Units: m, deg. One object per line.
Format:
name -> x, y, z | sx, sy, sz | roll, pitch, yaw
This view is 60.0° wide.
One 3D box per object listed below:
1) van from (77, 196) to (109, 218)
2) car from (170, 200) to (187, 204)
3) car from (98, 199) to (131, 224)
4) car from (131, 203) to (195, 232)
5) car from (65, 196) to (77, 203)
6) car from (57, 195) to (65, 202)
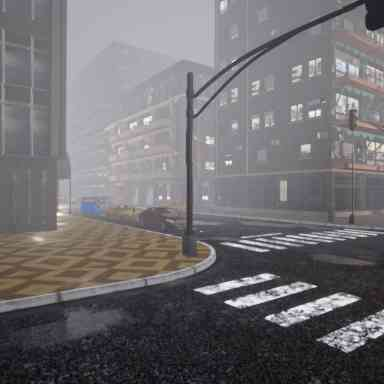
van -> -8.352, 1.265, 28.983 | 1.690, 1.788, 3.998 | 0, 0, -36
car -> -1.644, 1.487, 34.006 | 1.752, 1.417, 4.829 | 0, 0, -36
car -> -4.952, 1.458, 24.242 | 1.752, 1.417, 4.829 | 0, 0, -36
car -> -1.750, 1.525, 19.779 | 1.802, 1.307, 4.206 | 0, 0, -36
car -> -21.454, 1.446, 61.616 | 1.752, 1.417, 4.829 | 0, 0, -36
car -> -27.958, 1.359, 70.681 | 1.967, 1.590, 4.097 | 0, 0, -36
